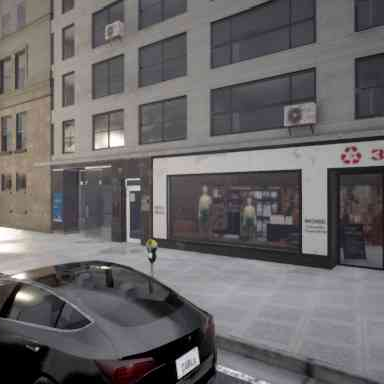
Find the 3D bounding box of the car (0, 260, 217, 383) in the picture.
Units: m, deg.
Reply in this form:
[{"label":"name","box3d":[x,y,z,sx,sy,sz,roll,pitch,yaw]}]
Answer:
[{"label":"car","box3d":[-1.725,1.566,4.200,4.313,1.339,1.947,0,0,36]}]
